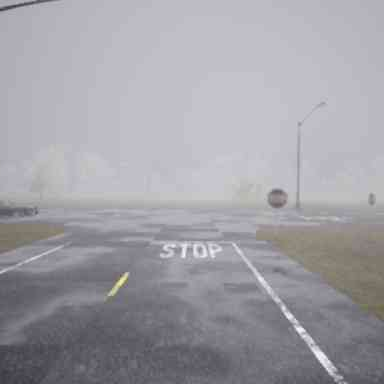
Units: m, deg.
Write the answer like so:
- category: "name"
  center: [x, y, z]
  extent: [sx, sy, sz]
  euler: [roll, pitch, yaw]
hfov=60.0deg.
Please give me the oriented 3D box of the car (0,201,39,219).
- category: "car"
  center: [-14.879, 1.390, 26.617]
  extent: [4.718, 1.301, 1.895]
  euler: [1, 1, 0]
